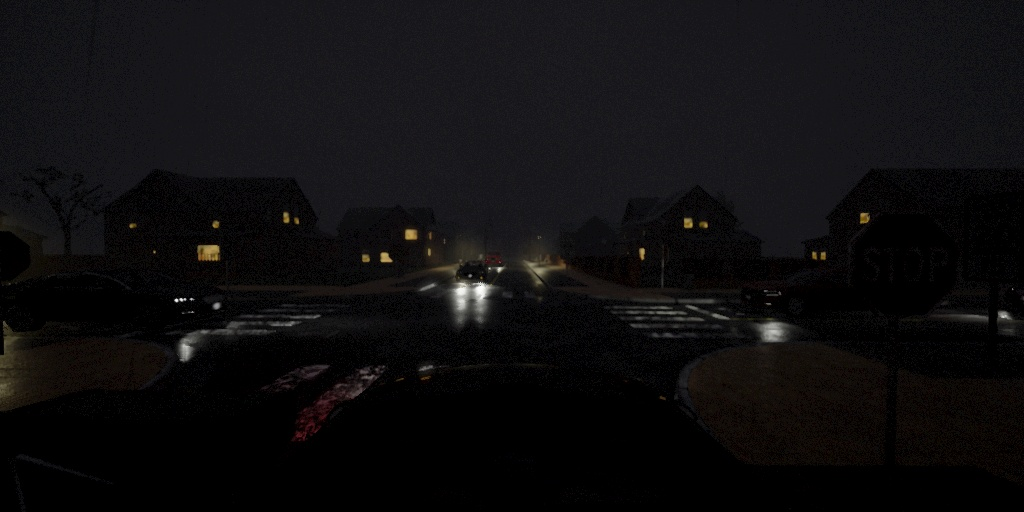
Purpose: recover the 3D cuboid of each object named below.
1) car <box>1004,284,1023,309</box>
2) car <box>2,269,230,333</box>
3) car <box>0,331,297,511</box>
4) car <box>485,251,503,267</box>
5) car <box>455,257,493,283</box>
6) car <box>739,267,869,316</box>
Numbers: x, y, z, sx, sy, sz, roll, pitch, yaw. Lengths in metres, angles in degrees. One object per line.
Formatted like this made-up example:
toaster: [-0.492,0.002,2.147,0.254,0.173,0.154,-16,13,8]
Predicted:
car: [20.122,1.212,12.262,4.902,1.511,2.128,0,1,0]
car: [-10.460,1.088,9.587,4.902,1.511,2.128,0,1,-3]
car: [-2.748,1.364,0.767,1.895,1.301,4.718,0,1,0]
car: [-2.437,0.320,49.040,2.150,2.045,5.566,0,1,0]
car: [-2.596,1.014,24.325,1.994,1.385,4.181,0,1,0]
car: [10.538,1.139,12.259,5.008,1.535,1.882,0,1,-1]
